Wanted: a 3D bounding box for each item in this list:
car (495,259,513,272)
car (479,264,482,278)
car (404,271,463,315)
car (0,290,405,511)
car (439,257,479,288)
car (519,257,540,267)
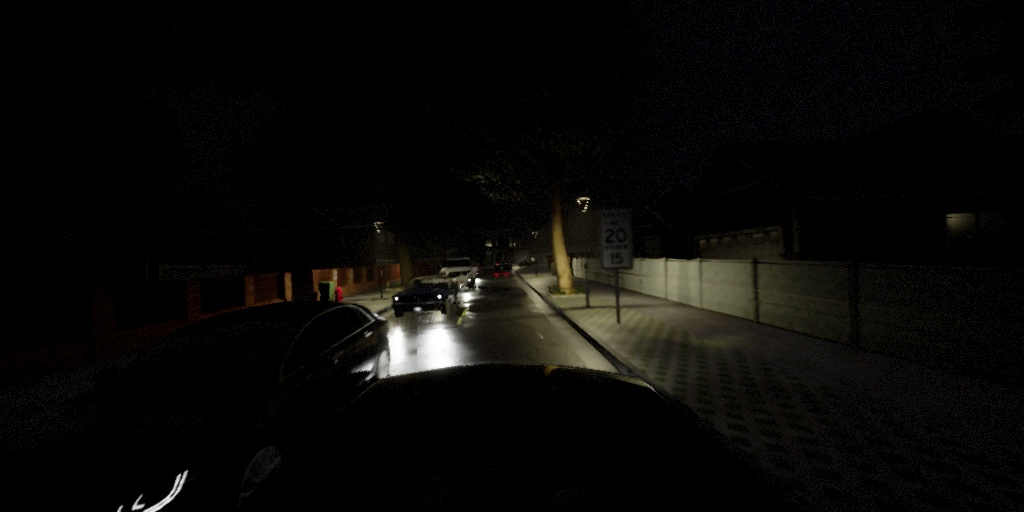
[{"bbox_3d":[-1.017,1.139,44.661,2.128,1.511,4.902,-3,1,5],"label":"car"},{"bbox_3d":[-4.103,1.211,35.163,2.097,1.767,4.553,-2,0,-2],"label":"car"},{"bbox_3d":[-3.261,1.489,14.281,1.895,1.301,4.718,-2,0,-2],"label":"car"},{"bbox_3d":[-2.844,1.372,4.127,1.837,1.490,4.892,-2,0,-2],"label":"car"},{"bbox_3d":[-3.728,1.113,25.111,2.150,2.045,5.566,-2,0,-3],"label":"car"},{"bbox_3d":[2.733,0.887,54.950,1.994,1.385,4.181,-3,1,29],"label":"car"}]
